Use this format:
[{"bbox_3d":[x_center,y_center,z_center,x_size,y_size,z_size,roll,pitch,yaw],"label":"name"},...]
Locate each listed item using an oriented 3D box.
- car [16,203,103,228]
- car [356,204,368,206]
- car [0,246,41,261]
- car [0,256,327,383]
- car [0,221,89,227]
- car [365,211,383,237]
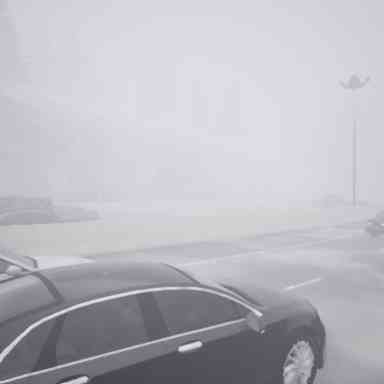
[{"bbox_3d":[-9.205,1.597,23.449,5.357,1.411,2.033,0,0,-38],"label":"car"},{"bbox_3d":[22.152,1.641,44.148,1.895,1.301,4.718,0,0,40],"label":"car"},{"bbox_3d":[-3.694,1.540,5.510,4.674,1.442,1.812,0,0,-36],"label":"car"},{"bbox_3d":[-0.561,1.512,3.468,4.892,1.490,1.837,0,0,-36],"label":"car"},{"bbox_3d":[-7.973,1.583,15.584,5.357,1.411,2.033,0,0,-37],"label":"car"},{"bbox_3d":[10.731,1.560,17.025,5.357,1.411,2.033,0,0,-42],"label":"car"}]
